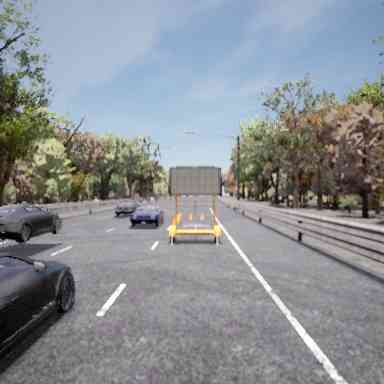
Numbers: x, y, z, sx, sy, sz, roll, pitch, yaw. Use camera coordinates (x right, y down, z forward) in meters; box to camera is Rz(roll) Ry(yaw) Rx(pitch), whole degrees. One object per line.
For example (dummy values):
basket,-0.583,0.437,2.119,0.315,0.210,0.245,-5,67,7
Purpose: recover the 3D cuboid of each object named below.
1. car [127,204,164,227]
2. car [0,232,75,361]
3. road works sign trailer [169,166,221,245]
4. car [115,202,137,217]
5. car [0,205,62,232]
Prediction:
car,-3.105,1.716,23.965,1.895,1.301,4.718,0,0,1
car,-3.358,1.590,5.055,1.994,1.385,4.181,0,0,0
road works sign trailer,0.158,0.542,15.962,2.380,3.560,2.880,0,0,2
car,-6.381,1.706,33.772,2.033,1.411,5.357,0,0,2
car,-6.795,1.195,13.094,1.994,1.385,4.181,-4,0,0
